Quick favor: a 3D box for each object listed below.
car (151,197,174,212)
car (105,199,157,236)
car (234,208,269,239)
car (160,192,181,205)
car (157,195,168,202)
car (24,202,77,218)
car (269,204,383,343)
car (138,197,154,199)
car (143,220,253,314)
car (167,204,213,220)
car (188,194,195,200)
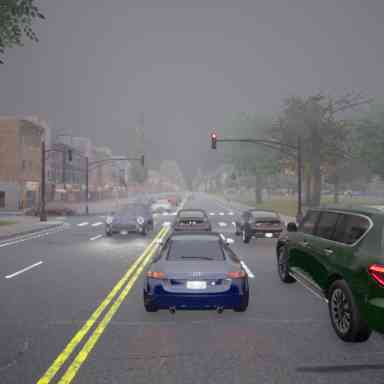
[{"bbox_3d":[-3.432,1.656,38.761,1.812,1.442,4.674,0,0,0],"label":"car"},{"bbox_3d":[-3.387,1.443,18.757,2.097,1.767,4.553,0,0,0],"label":"car"},{"bbox_3d":[3.260,1.581,16.462,1.837,1.490,4.892,0,0,0],"label":"car"},{"bbox_3d":[-3.460,1.261,54.721,2.150,2.045,5.566,0,0,0],"label":"car"},{"bbox_3d":[-6.660,1.383,75.661,2.033,1.411,5.357,0,0,0],"label":"car"},{"bbox_3d":[-13.469,1.691,31.897,4.674,1.442,1.812,0,0,-10],"label":"car"},{"bbox_3d":[3.313,1.235,6.600,2.150,2.045,5.566,0,0,0],"label":"car"},{"bbox_3d":[-6.693,1.455,45.603,2.097,1.767,4.553,0,0,0],"label":"car"},{"bbox_3d":[0.064,1.583,7.746,1.994,1.385,4.181,0,0,0],"label":"car"},{"bbox_3d":[0.006,1.582,16.633,1.837,1.490,4.892,0,0,1],"label":"car"},{"bbox_3d":[-0.179,1.304,84.357,2.128,1.511,4.902,0,0,0],"label":"car"}]
